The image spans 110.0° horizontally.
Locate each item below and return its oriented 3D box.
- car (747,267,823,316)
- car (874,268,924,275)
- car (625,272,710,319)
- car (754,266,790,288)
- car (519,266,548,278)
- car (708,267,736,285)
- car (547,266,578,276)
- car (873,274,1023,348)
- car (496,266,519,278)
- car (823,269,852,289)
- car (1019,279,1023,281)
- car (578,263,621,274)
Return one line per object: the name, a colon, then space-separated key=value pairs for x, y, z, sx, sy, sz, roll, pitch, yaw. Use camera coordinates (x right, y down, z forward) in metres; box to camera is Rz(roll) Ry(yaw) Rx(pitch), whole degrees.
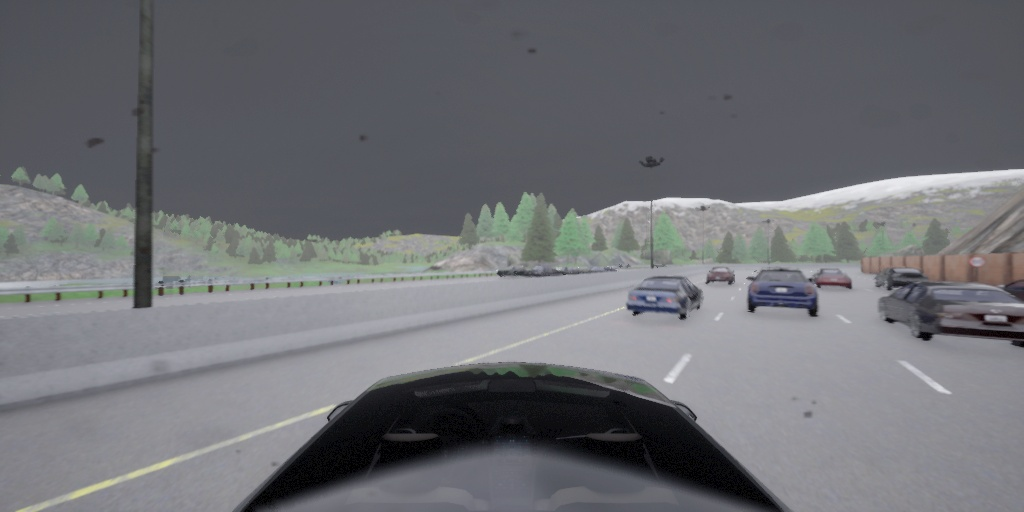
car: x=10.863 y=1.261 z=14.589 sx=2.097 sy=1.767 sz=4.553 roll=-1 pitch=-1 yaw=35
car: x=26.026 y=1.526 z=24.093 sx=1.837 sy=1.490 sz=4.892 roll=-1 pitch=-1 yaw=35
car: x=5.934 y=1.449 z=13.646 sx=2.033 sy=1.411 sz=5.357 roll=-1 pitch=-1 yaw=35
car: x=20.219 y=1.569 z=28.005 sx=2.128 sy=1.511 sz=4.902 roll=-1 pitch=-1 yaw=35
car: x=3.416 y=1.809 z=40.955 sx=2.033 sy=1.411 sz=5.357 roll=-1 pitch=-1 yaw=35
car: x=17.913 y=1.642 z=30.813 sx=1.812 sy=1.442 sz=4.674 roll=-1 pitch=-1 yaw=35
car: x=6.022 y=1.829 z=38.571 sx=1.895 sy=1.301 sz=4.718 roll=-1 pitch=-1 yaw=35
car: x=11.678 y=1.392 z=9.645 sx=2.033 sy=1.411 sz=5.357 roll=-1 pitch=-1 yaw=35
car: x=0.247 y=1.886 z=42.525 sx=1.895 sy=1.301 sz=4.718 roll=-1 pitch=-1 yaw=35
car: x=23.390 y=1.618 z=26.432 sx=1.994 sy=1.385 sz=4.181 roll=-1 pitch=-1 yaw=35
car: x=17.270 y=1.428 z=11.533 sx=1.994 sy=1.385 sz=4.181 roll=-1 pitch=-1 yaw=35
car: x=9.100 y=1.751 z=36.870 sx=2.033 sy=1.411 sz=5.357 roll=-1 pitch=-1 yaw=35
